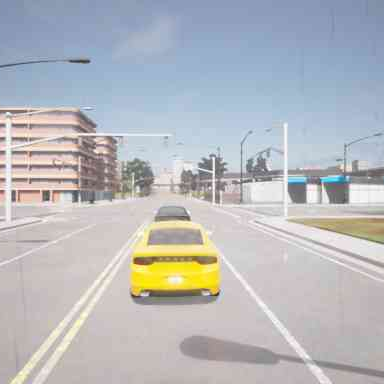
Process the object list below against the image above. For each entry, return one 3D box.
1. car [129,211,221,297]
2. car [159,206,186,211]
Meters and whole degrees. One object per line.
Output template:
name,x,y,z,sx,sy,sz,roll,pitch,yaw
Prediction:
car,-0.441,1.478,8.630,1.882,1.535,5.008,0,0,-3
car,-1.076,1.478,18.190,1.882,1.535,5.008,0,0,-4
